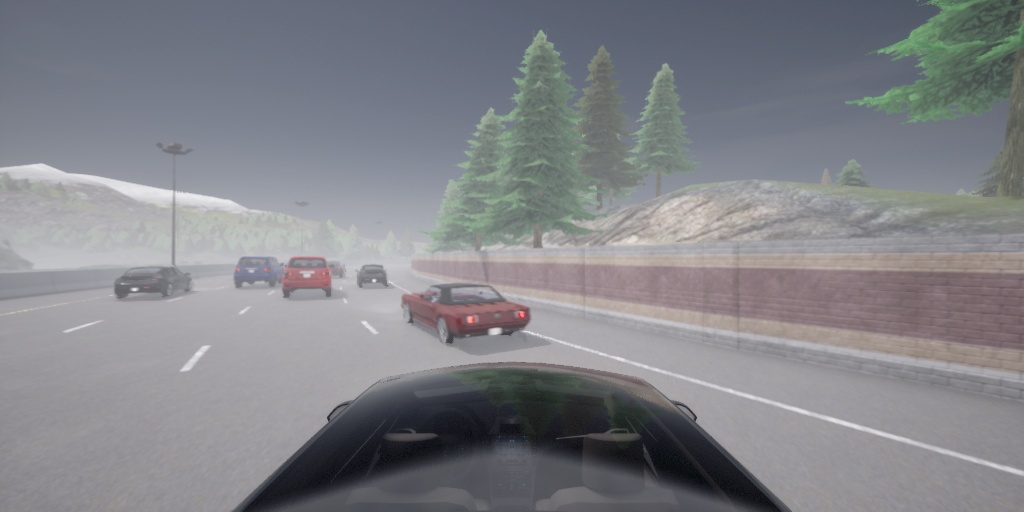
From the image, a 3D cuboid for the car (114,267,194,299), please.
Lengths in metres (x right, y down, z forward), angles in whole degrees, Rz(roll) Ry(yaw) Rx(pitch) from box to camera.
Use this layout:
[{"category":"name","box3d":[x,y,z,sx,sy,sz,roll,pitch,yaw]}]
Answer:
[{"category":"car","box3d":[-18.300,1.276,18.551,1.837,1.490,4.892,0,0,-26]}]

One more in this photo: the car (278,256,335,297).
[{"category":"car","box3d":[-10.978,1.028,19.496,2.150,2.045,5.566,0,0,-27]}]

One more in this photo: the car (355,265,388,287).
[{"category":"car","box3d":[-9.931,1.347,25.415,1.837,1.490,4.892,0,0,-25]}]

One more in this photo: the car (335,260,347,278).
[{"category":"car","box3d":[-17.743,1.220,35.617,2.097,1.767,4.553,0,0,-19]}]

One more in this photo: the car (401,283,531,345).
[{"category":"car","box3d":[-1.550,1.390,9.839,1.895,1.301,4.718,0,0,-32]}]

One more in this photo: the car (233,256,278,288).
[{"category":"car","box3d":[-17.269,1.032,24.756,2.150,2.045,5.566,0,0,-24]}]
